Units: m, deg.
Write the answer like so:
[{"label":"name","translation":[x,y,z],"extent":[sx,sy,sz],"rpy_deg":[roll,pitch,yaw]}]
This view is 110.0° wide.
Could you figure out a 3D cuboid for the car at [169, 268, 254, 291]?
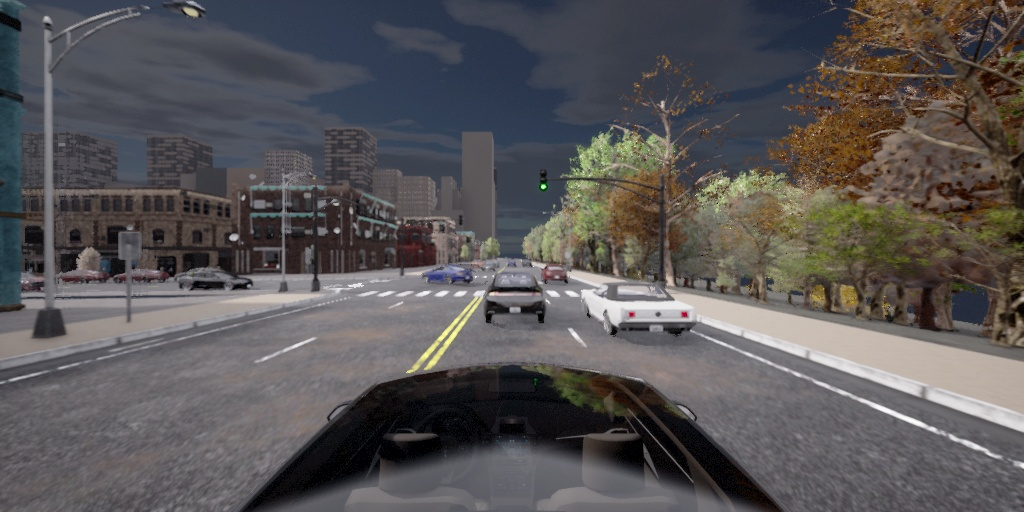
[{"label":"car","translation":[-19.950,1.679,24.264],"extent":[4.313,1.339,1.948],"rpy_deg":[0,0,0]}]

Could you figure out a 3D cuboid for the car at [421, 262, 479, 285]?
[{"label":"car","translation":[-4.969,1.404,27.348],"extent":[4.674,1.442,1.812],"rpy_deg":[0,-1,40]}]

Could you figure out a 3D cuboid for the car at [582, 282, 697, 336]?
[{"label":"car","translation":[3.349,1.396,10.520],"extent":[1.895,1.301,4.718],"rpy_deg":[0,0,0]}]

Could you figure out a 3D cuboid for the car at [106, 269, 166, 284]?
[{"label":"car","translation":[-33.819,1.812,32.781],"extent":[4.207,1.307,1.802],"rpy_deg":[0,0,0]}]

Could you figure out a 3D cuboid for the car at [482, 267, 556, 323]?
[{"label":"car","translation":[0.087,1.295,12.362],"extent":[2.128,1.511,4.902],"rpy_deg":[0,0,0]}]

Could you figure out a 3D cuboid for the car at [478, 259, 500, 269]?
[{"label":"car","translation":[-3.336,1.489,51.946],"extent":[2.128,1.511,4.902],"rpy_deg":[0,0,0]}]

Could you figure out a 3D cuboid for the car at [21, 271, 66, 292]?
[{"label":"car","translation":[-33.826,1.711,24.400],"extent":[4.097,1.591,1.967],"rpy_deg":[0,0,0]}]

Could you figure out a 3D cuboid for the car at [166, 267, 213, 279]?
[{"label":"car","translation":[-28.283,1.718,32.775],"extent":[4.403,1.370,2.007],"rpy_deg":[0,0,0]}]

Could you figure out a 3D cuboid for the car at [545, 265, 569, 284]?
[{"label":"car","translation":[3.352,1.413,28.915],"extent":[1.812,1.442,4.674],"rpy_deg":[0,0,0]}]

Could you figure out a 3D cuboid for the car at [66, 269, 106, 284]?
[{"label":"car","translation":[-39.353,1.874,32.787],"extent":[4.207,1.307,1.802],"rpy_deg":[0,0,0]}]

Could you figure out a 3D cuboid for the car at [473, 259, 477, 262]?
[{"label":"car","translation":[-6.584,1.561,51.896],"extent":[1.994,1.385,4.181],"rpy_deg":[0,0,0]}]
